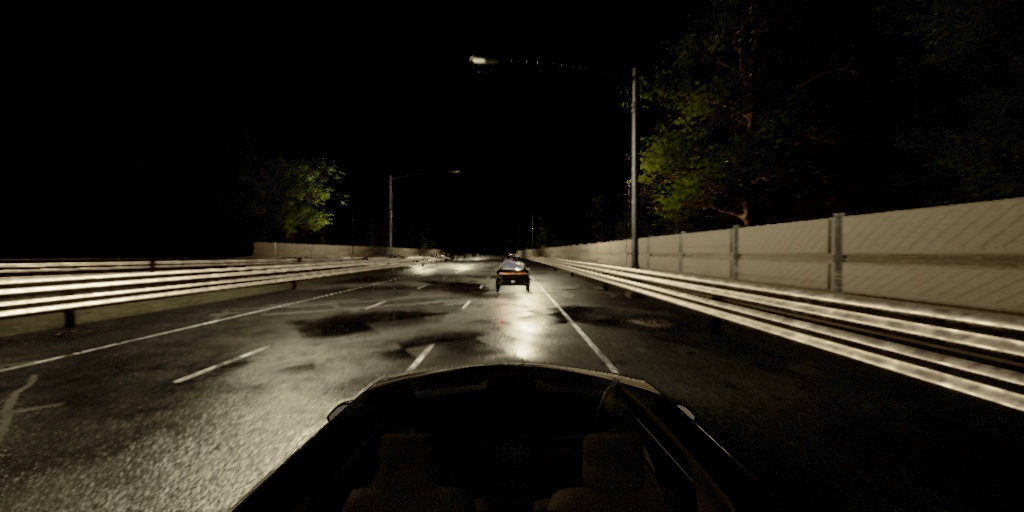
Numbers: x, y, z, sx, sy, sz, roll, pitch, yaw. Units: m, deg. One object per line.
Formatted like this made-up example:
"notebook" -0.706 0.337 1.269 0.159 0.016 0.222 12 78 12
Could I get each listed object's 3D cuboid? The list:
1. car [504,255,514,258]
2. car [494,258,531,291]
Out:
"car" -0.485 0.673 53.703 2.033 1.649 4.856 0 1 -1
"car" 0.032 1.073 20.437 2.128 1.511 4.902 0 1 0
